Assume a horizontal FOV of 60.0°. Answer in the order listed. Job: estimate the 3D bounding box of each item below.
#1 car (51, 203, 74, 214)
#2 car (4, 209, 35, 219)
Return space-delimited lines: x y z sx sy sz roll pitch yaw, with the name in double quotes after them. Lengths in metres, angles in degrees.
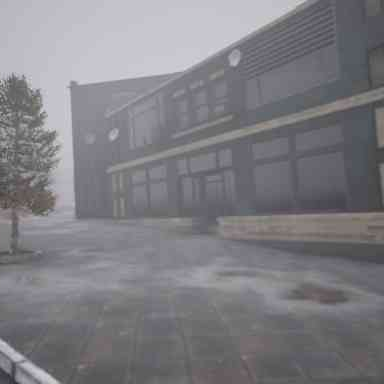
-20.318 2.485 52.362 2.097 1.535 5.008 -4 -1 16 "car"
-19.145 1.906 38.007 2.150 2.045 5.566 -4 -1 1 "car"
